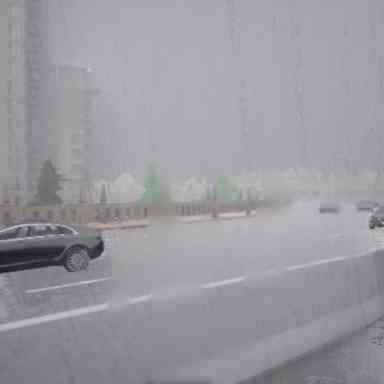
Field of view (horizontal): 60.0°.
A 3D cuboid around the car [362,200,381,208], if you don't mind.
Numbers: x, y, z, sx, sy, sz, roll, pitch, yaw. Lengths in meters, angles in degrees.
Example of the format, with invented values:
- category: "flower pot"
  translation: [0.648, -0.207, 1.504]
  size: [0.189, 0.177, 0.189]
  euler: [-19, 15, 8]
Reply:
- category: "car"
  translation: [31.426, 2.067, 58.275]
  size: [1.895, 1.301, 4.718]
  euler: [0, -1, 15]

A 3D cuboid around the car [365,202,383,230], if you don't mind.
- category: "car"
  translation: [12.850, 1.627, 21.448]
  size: [1.837, 1.490, 4.892]
  euler: [0, 0, 39]

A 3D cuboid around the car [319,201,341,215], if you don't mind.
- category: "car"
  translation: [15.734, 1.748, 37.885]
  size: [1.882, 1.535, 5.008]
  euler: [0, -1, 29]

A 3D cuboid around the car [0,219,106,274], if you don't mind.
- category: "car"
  translation: [-4.886, 1.542, 9.273]
  size: [4.902, 1.511, 2.128]
  euler: [0, 0, -38]

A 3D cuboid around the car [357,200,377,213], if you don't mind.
- category: "car"
  translation: [21.981, 1.857, 42.206]
  size: [2.033, 1.411, 5.357]
  euler: [0, -1, 26]
